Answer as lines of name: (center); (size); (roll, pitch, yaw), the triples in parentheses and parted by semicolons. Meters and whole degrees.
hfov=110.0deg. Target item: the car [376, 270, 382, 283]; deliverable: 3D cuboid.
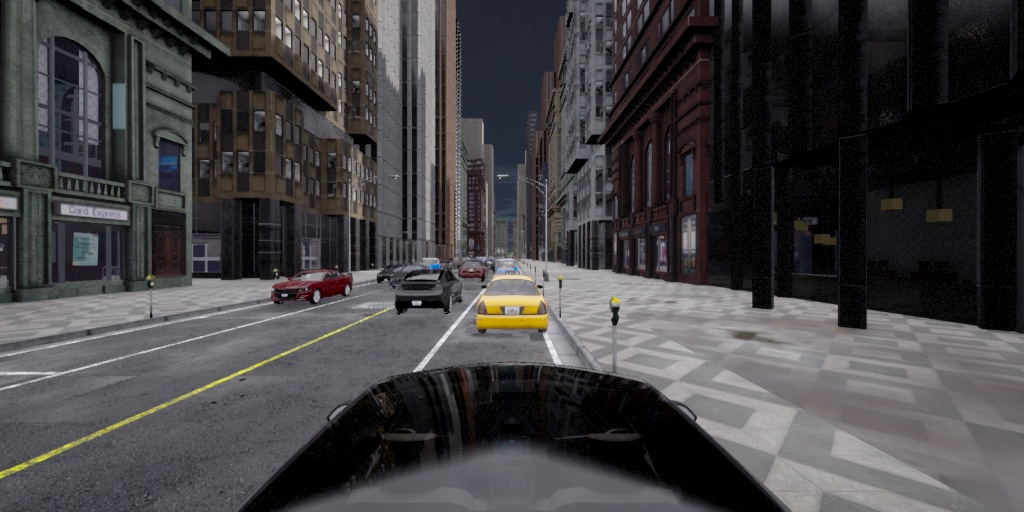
car: (-8.908, 1.323, 27.572); (1.948, 1.339, 4.313); (0, 0, 0)

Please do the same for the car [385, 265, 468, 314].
car: (-3.045, 1.256, 13.888); (1.837, 1.490, 4.892); (0, 0, 0)

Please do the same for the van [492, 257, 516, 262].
van: (-0.383, 1.098, 27.584); (1.690, 1.789, 3.998); (0, 0, 0)

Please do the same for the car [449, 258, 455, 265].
car: (-8.908, 1.335, 50.119); (1.948, 1.339, 4.313); (0, 0, 0)

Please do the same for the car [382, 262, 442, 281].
car: (-6.246, 1.302, 23.166); (2.033, 1.411, 5.357); (0, 0, 0)

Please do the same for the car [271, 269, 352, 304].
car: (-8.908, 1.297, 16.299); (1.888, 1.381, 4.507); (0, 0, 0)

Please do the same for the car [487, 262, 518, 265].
car: (-0.383, 1.280, 22.119); (1.751, 1.417, 4.829); (0, 0, 0)

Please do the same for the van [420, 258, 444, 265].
van: (-8.908, 1.104, 38.846); (1.690, 1.789, 3.998); (0, 0, 0)

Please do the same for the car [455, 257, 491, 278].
car: (-3.145, 1.110, 29.826); (2.097, 1.767, 4.553); (0, 0, 0)

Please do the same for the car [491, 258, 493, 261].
car: (-3.033, 1.293, 47.831); (1.812, 1.442, 4.674); (0, 0, 0)

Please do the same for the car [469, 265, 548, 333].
car: (0.005, 1.208, 10.690); (1.801, 1.575, 5.366); (0, 0, 0)

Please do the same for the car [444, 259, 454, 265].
car: (-8.908, 1.332, 44.482); (1.948, 1.339, 4.313); (0, 0, 0)
